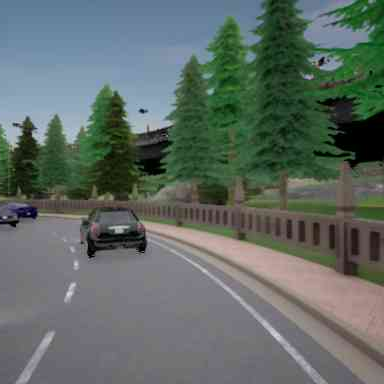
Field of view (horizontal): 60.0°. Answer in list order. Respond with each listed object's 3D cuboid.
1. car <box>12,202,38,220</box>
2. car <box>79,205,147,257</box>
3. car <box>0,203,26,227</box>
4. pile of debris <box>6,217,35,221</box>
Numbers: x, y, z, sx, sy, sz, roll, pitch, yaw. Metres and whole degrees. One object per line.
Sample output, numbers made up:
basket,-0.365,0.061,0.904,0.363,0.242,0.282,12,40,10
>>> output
car,-15.098,1.612,28.310,5.008,1.535,1.882,-1,0,38
car,-3.342,1.379,13.512,2.097,1.767,4.553,-1,0,-22
car,-13.548,1.669,22.692,5.357,1.411,2.033,-1,0,44
pile of debris,-14.605,2.305,28.312,1.860,0.140,1.500,-1,0,37
